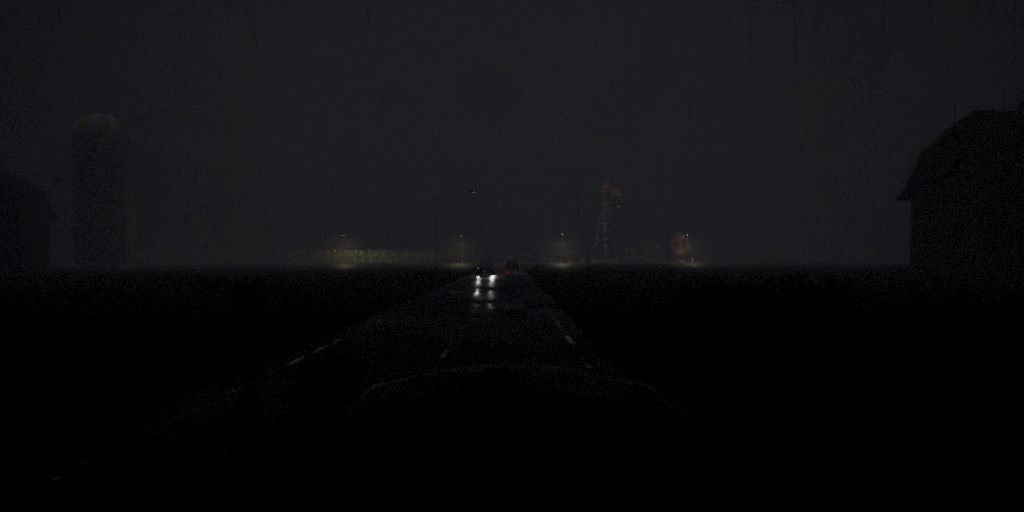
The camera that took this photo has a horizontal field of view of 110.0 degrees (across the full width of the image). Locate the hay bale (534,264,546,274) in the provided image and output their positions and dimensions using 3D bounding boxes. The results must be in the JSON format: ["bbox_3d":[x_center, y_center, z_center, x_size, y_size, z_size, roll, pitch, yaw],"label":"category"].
[{"bbox_3d":[3.119,1.414,39.554,1.220,1.180,1.240,0,0,0],"label":"hay bale"}]

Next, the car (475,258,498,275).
[{"bbox_3d":[-2.843,1.283,39.630,1.812,1.442,4.674,0,0,0],"label":"car"}]

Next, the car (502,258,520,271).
[{"bbox_3d":[0.023,1.248,50.158,2.128,1.511,4.902,0,0,0],"label":"car"}]
